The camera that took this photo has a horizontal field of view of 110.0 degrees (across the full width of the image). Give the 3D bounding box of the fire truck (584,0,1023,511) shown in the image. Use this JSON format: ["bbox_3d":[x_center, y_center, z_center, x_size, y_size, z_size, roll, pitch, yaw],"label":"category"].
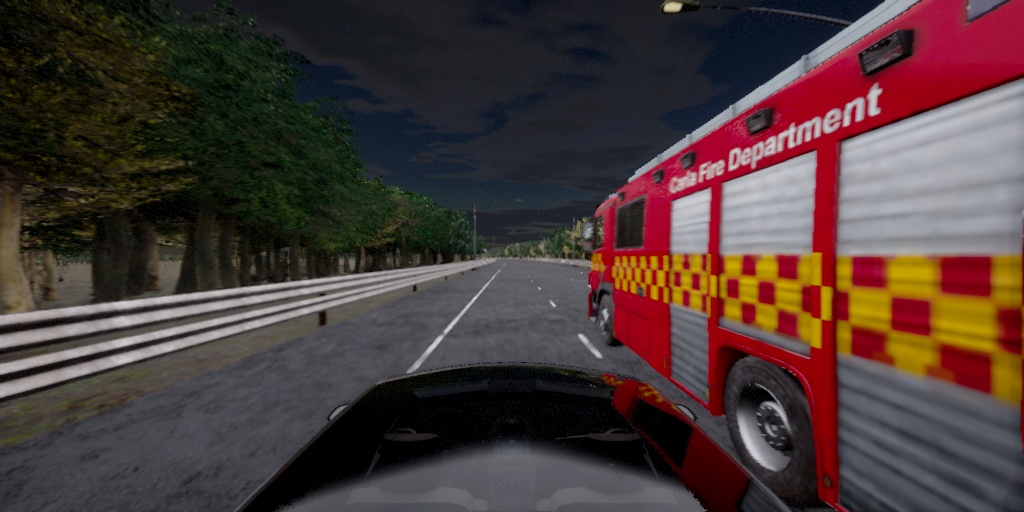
[{"bbox_3d":[3.458,0.116,5.454,2.891,3.827,8.468,0,0,0],"label":"fire truck"}]
